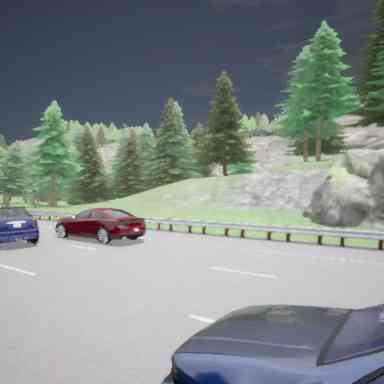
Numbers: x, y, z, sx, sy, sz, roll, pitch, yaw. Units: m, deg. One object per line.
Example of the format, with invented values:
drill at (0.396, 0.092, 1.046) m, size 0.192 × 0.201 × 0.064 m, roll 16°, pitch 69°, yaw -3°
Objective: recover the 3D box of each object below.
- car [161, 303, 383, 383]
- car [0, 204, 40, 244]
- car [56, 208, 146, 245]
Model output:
car at (2.327, 1.548, 2.329) m, size 5.357 × 1.411 × 2.033 m, roll 0°, pitch 0°, yaw 36°
car at (-8.690, 1.351, 14.484) m, size 4.553 × 1.767 × 2.097 m, roll 0°, pitch 0°, yaw 35°
car at (-4.404, 1.477, 15.728) m, size 5.008 × 1.535 × 1.882 m, roll 0°, pitch 0°, yaw 35°
